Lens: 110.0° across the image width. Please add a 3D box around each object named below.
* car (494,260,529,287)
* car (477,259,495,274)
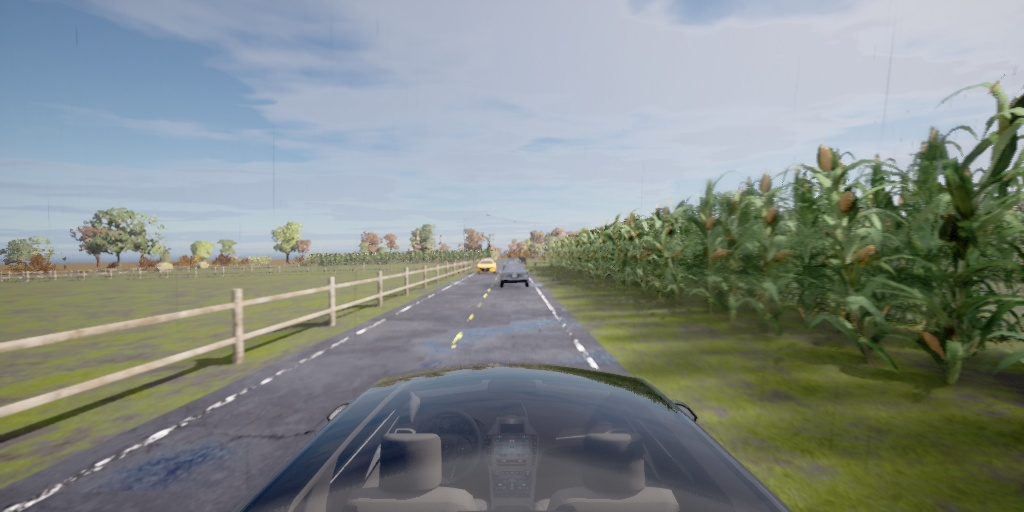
[{"bbox_3d":[0.157,1.196,23.553,2.033,1.411,5.357,-1,0,0],"label":"car"},{"bbox_3d":[-2.678,1.112,38.511,1.882,1.535,5.008,-1,0,0],"label":"car"}]
